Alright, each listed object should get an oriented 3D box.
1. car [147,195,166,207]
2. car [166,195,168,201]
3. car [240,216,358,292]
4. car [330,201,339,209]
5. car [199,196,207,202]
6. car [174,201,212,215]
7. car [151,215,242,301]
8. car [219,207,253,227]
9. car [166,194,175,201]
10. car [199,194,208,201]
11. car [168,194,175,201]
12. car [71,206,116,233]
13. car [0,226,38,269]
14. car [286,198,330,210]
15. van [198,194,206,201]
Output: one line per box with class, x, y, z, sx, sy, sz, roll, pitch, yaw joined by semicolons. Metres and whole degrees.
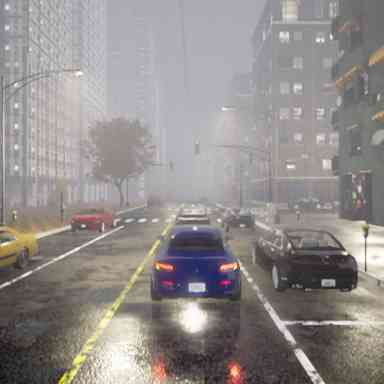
car;-5.783;1.343;52.150;2.192;1.841;5.009;0;0;0
car;-5.793;1.601;57.673;1.947;1.339;4.313;0;0;0
car;2.677;1.551;8.711;2.008;1.369;4.403;0;0;0
car;18.755;1.255;39.267;4.829;1.417;1.752;-1;1;-1
car;2.548;1.590;79.949;1.752;1.417;4.829;0;0;0
car;0.048;1.493;18.293;2.128;1.511;4.902;0;0;0
car;0.079;1.526;8.190;1.812;1.442;4.674;0;0;0
car;2.657;1.553;19.777;2.008;1.369;4.403;0;0;0
car;-5.854;1.400;90.810;2.192;1.841;5.009;0;0;0
car;2.558;1.622;74.256;1.947;1.339;4.313;0;0;0
car;-5.843;1.640;85.288;1.947;1.339;4.313;0;0;0
car;-5.723;1.547;19.762;1.887;1.381;4.507;0;0;0
car;-5.703;1.525;8.526;1.752;1.417;4.829;0;0;0
car;13.358;1.355;39.202;4.403;1.369;2.008;-1;1;-1
van;2.537;1.415;85.303;1.690;1.788;3.998;0;0;0
